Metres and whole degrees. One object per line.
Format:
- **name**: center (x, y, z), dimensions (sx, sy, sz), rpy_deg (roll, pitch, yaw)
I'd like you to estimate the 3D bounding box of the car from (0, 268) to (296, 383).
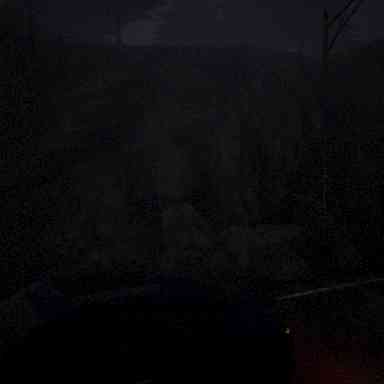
- **car**: center (-1.073, 1.509, 2.894), dimensions (4.674, 1.442, 1.812), rpy_deg (0, 0, -34)
